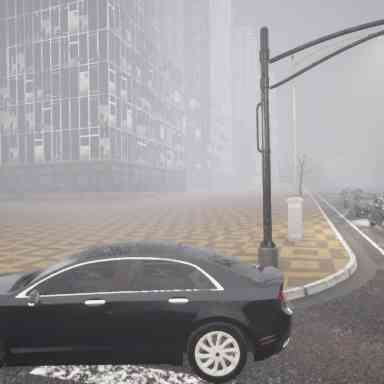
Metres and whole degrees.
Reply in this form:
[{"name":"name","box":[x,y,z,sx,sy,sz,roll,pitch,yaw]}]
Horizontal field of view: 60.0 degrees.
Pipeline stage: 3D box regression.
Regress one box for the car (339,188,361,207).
[{"name":"car","box":[13.007,0.453,26.793,2.128,1.511,4.902,-1,2,18]}]

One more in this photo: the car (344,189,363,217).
[{"name":"car","box":[11.022,0.759,20.726,1.994,1.385,4.181,-1,2,17]}]

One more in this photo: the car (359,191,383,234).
[{"name":"car","box":[8.982,0.928,14.429,2.128,1.511,4.902,-1,2,18]}]

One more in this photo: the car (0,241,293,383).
[{"name":"car","box":[-1.094,1.505,4.778,4.892,1.490,1.837,0,0,0]}]
